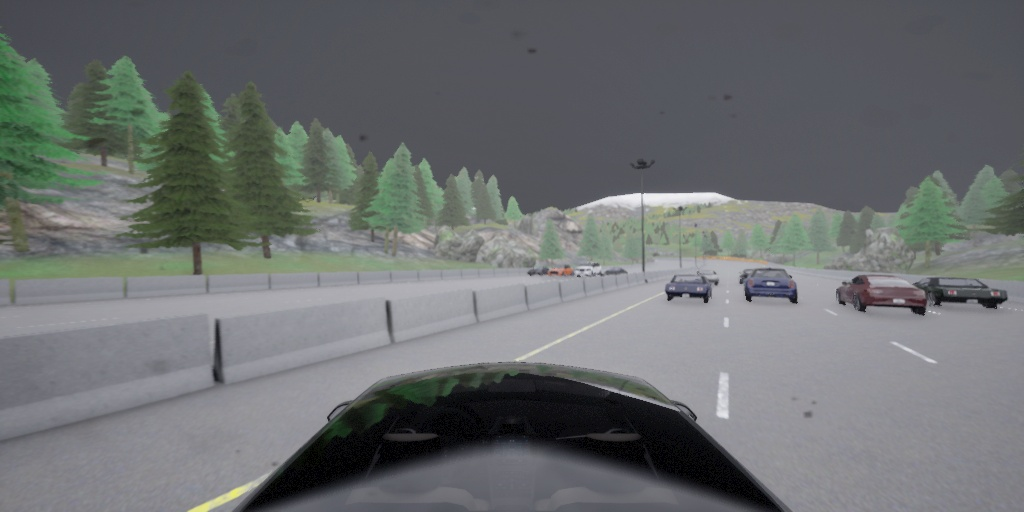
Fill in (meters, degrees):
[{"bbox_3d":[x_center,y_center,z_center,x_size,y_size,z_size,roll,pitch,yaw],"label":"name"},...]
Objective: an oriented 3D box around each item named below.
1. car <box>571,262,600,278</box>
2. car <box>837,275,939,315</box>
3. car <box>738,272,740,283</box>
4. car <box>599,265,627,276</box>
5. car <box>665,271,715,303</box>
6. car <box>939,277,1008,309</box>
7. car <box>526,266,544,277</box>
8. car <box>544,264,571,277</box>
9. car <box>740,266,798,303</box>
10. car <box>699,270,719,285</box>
[{"bbox_3d":[10.246,1.821,47.583,2.150,2.045,5.566,0,-2,31],"label":"car"},{"bbox_3d":[15.181,1.512,14.926,1.812,1.442,4.674,0,-1,31],"label":"car"},{"bbox_3d":[21.850,1.903,32.739,1.812,1.442,4.674,0,-1,31],"label":"car"},{"bbox_3d":[13.239,2.127,45.767,2.033,1.411,5.357,0,-1,31],"label":"car"},{"bbox_3d":[9.362,1.624,18.831,1.895,1.301,4.718,0,-1,31],"label":"car"},{"bbox_3d":[20.501,1.655,16.963,1.895,1.301,4.718,0,-1,31],"label":"car"},{"bbox_3d":[4.068,2.165,50.898,2.033,1.411,5.357,0,-1,31],"label":"car"},{"bbox_3d":[6.584,1.934,48.319,2.097,1.767,4.553,0,-1,32],"label":"car"},{"bbox_3d":[13.612,1.406,19.109,2.097,1.767,4.553,0,-1,32],"label":"car"},{"bbox_3d":[18.106,1.963,33.306,1.895,1.301,4.718,0,-1,31],"label":"car"}]
